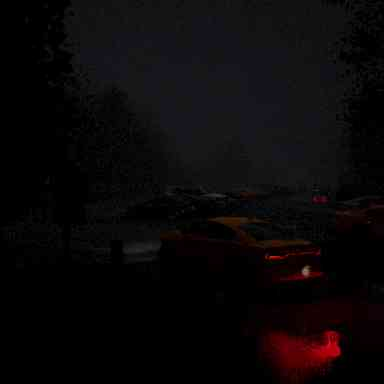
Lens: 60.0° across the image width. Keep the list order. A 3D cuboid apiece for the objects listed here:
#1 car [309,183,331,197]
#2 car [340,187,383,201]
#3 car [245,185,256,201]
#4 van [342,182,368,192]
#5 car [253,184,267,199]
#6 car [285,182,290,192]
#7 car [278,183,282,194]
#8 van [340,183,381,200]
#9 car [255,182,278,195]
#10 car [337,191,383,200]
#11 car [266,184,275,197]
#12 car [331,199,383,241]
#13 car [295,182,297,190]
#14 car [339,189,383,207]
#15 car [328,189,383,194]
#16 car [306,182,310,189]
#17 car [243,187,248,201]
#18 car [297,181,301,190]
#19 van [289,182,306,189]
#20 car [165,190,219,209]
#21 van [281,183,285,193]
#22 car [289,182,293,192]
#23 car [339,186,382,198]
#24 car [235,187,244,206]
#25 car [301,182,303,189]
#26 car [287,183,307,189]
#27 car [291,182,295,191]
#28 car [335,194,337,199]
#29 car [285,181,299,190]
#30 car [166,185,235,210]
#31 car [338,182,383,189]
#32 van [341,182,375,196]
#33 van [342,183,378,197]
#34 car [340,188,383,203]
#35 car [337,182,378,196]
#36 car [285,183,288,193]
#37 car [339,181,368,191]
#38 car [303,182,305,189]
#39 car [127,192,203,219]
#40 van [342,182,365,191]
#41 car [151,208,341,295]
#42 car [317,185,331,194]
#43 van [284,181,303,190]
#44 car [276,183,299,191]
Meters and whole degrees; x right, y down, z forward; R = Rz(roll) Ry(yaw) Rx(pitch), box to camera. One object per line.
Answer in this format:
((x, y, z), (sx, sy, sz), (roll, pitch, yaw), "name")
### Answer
((18.313, -0.112, 47.395), (2.128, 1.511, 4.902), (1, 2, 24), "car")
((20.169, 0.208, 39.431), (4.792, 1.488, 2.163), (1, 2, 24), "car")
((3.510, 0.406, 34.837), (5.366, 1.575, 1.946), (1, 3, 24), "car")
((31.691, -0.972, 64.731), (4.442, 1.987, 1.878), (1, 2, 24), "van")
((5.843, 0.172, 40.003), (5.366, 1.575, 1.946), (1, 3, 24), "car")
((13.923, -0.468, 57.521), (4.792, 1.488, 2.163), (1, 2, 24), "car")
((10.551, -0.192, 49.910), (4.792, 1.488, 2.163), (1, 2, 24), "car")
((21.175, -0.146, 41.984), (4.442, 1.987, 1.878), (1, 2, 24), "van")
((9.412, -0.253, 47.377), (4.553, 1.767, 2.185), (1, 2, 24), "car")
((9.972, 1.066, 16.841), (4.553, 1.767, 2.185), (1, 3, 24), "car")
((7.272, 0.073, 42.266), (5.366, 1.575, 1.946), (1, 3, 24), "car")
((8.800, 1.306, 14.338), (5.008, 1.535, 2.097), (1, 3, 24), "car")
((17.380, -0.770, 65.092), (4.892, 1.521, 2.231), (1, 2, 24), "car")
((16.701, 0.533, 31.892), (4.792, 1.488, 2.163), (1, 3, 24), "car")
((13.141, 0.844, 24.389), (5.366, 1.575, 1.946), (1, 3, 24), "car")
((26.534, -1.754, 85.305), (5.566, 2.045, 2.435), (1, 2, 24), "car")
((2.543, 0.529, 32.231), (4.892, 1.521, 2.231), (1, 3, 24), "car")
((19.489, -0.960, 70.229), (5.366, 1.575, 1.946), (1, 2, 24), "car")
((28.678, -1.840, 90.411), (4.442, 1.987, 1.878), (1, 1, 24), "van")
((-0.883, 0.875, 24.647), (5.008, 1.535, 2.097), (1, 3, 24), "car")
((11.773, -0.537, 52.394), (4.442, 1.987, 1.878), (1, 2, 24), "van")
((15.065, -0.559, 60.050), (4.792, 1.488, 2.163), (1, 2, 24), "car")
((22.424, -0.014, 44.484), (5.008, 1.535, 2.097), (1, 2, 24), "car")
((1.564, 0.643, 29.629), (5.366, 1.575, 1.946), (1, 3, 24), "car")
((21.913, -1.263, 75.219), (4.553, 1.767, 2.185), (1, 2, 24), "car")
((27.665, -1.535, 87.821), (4.792, 1.488, 2.163), (1, 2, 24), "car")
((16.064, -0.686, 62.642), (5.366, 1.575, 1.946), (1, 2, 24), "car")
((11.005, 1.110, 19.281), (4.792, 1.488, 2.163), (1, 3, 24), "car")
((18.510, -0.862, 67.626), (4.892, 1.521, 2.231), (1, 2, 24), "car")
((0.279, 0.508, 27.154), (5.566, 2.045, 2.435), (1, 3, 24), "car")
((15.614, 0.369, 29.334), (5.566, 2.045, 2.435), (1, 3, 24), "car")
((24.592, -0.424, 49.572), (4.442, 1.987, 1.878), (1, 2, 24), "van")
((23.665, -0.329, 46.953), (4.442, 1.987, 1.878), (1, 2, 24), "van")
((19.083, 0.307, 37.027), (4.792, 1.488, 2.163), (1, 3, 24), "car")
((25.812, -0.539, 52.058), (5.566, 2.045, 2.435), (1, 2, 24), "car")
((12.781, -0.376, 54.992), (4.792, 1.488, 2.163), (1, 2, 24), "car")
((34.977, -1.274, 72.360), (5.566, 2.045, 2.435), (1, 2, 24), "car")
((23.078, -1.229, 77.742), (5.008, 1.535, 2.097), (1, 2, 24), "car")
((-2.056, 1.019, 22.134), (4.792, 1.488, 2.163), (1, 3, 24), "car")
((36.248, -1.338, 74.825), (4.442, 1.987, 1.878), (1, 2, 24), "van")
((0.915, 1.374, 8.545), (1.882, 1.535, 5.008), (2, -1, -31), "car")
((22.548, -0.465, 56.774), (1.882, 1.535, 5.008), (1, 2, 24), "car")
((25.260, -1.640, 82.837), (4.442, 1.987, 1.878), (1, 2, 24), "van")
((20.771, -1.172, 72.690), (4.553, 1.767, 2.185), (1, 2, 24), "car")
